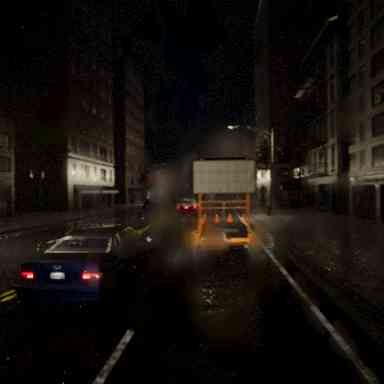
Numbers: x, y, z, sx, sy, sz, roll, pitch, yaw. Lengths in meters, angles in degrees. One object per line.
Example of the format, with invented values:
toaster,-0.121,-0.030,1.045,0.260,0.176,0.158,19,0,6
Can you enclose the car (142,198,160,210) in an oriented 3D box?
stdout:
car,-5.766,1.697,47.133,1.837,1.490,4.892,-1,-1,5

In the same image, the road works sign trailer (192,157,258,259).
road works sign trailer,1.225,0.487,12.702,2.380,3.560,2.880,-1,0,5

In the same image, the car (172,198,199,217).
car,-0.315,1.443,32.008,2.097,1.767,4.553,-1,0,5

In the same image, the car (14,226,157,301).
car,-2.263,1.594,8.629,2.033,1.411,5.357,-1,0,5

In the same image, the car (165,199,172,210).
car,-2.557,1.633,46.534,1.882,1.535,5.008,-1,0,5
